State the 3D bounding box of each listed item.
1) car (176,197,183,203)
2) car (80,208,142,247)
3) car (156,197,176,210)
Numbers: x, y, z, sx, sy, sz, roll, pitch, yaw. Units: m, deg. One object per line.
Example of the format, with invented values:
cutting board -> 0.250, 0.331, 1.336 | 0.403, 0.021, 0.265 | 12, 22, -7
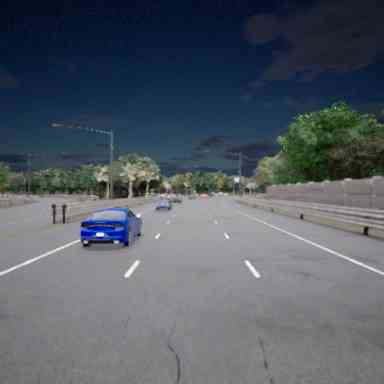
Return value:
car -> -2.879, 1.605, 66.124 | 1.895, 1.301, 4.718 | 0, 0, 3
car -> -3.494, 1.474, 15.141 | 1.882, 1.535, 5.008 | 0, 0, 0
car -> -3.475, 1.543, 42.326 | 2.033, 1.411, 5.357 | 0, 0, 0
